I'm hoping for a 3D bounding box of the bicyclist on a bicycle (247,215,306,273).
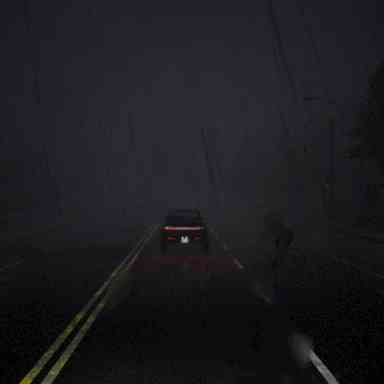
[{"bbox_3d":[2.340,1.455,9.273,1.656,1.620,0.582,-2,0,-2],"label":"bicyclist on a bicycle"}]

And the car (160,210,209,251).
[{"bbox_3d":[-0.325,1.491,14.102,2.128,1.511,4.902,0,0,-2],"label":"car"}]

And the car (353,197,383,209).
[{"bbox_3d":[21.902,1.545,38.869,4.718,1.301,1.895,0,0,-2],"label":"car"}]

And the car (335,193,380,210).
[{"bbox_3d":[21.115,1.166,42.344,5.566,2.045,2.150,0,0,-2],"label":"car"}]
